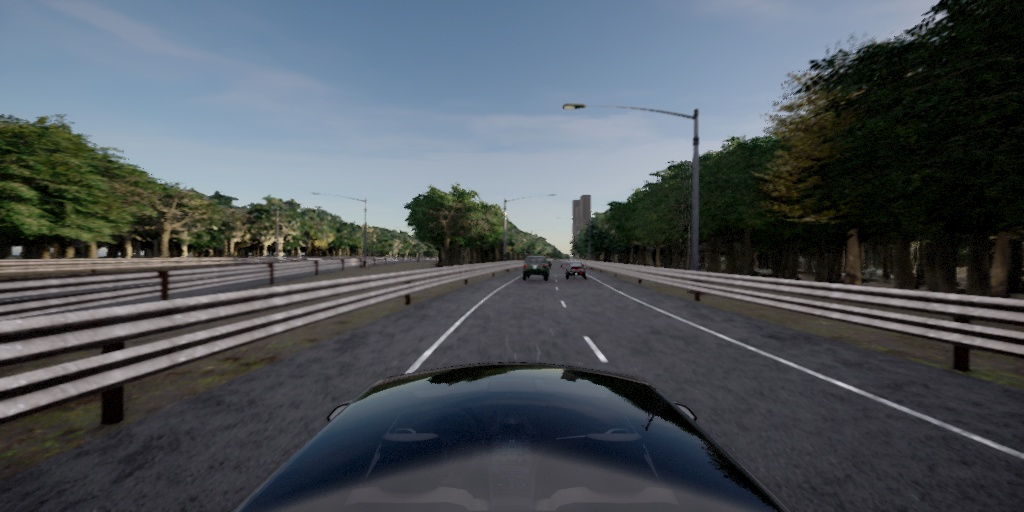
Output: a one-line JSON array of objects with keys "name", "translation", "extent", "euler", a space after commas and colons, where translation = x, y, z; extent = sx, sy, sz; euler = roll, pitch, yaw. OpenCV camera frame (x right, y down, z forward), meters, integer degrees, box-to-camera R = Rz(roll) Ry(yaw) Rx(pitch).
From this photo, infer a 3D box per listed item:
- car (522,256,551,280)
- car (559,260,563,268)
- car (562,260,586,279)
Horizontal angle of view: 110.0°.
[{"name": "car", "translation": [2.198, 1.005, 32.168], "extent": [2.150, 2.045, 5.566], "euler": [0, 0, 7]}, {"name": "car", "translation": [9.488, 1.413, 63.459], "extent": [1.812, 1.442, 4.674], "euler": [0, 0, 7]}, {"name": "car", "translation": [5.951, 1.321, 33.953], "extent": [1.837, 1.490, 4.892], "euler": [1, 0, 7]}]
